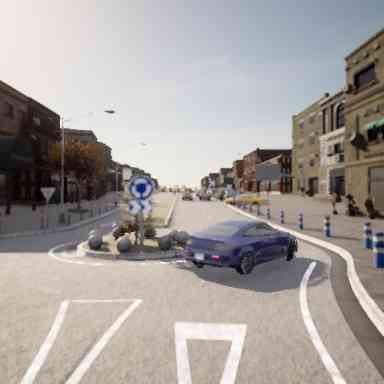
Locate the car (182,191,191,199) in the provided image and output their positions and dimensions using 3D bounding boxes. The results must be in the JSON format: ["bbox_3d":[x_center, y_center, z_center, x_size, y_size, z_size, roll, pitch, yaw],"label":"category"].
[{"bbox_3d":[-1.215,0.579,67.813,1.837,1.490,4.892,0,1,-2],"label":"car"}]

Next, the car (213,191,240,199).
[{"bbox_3d":[6.559,0.636,64.119,4.892,1.521,2.231,0,1,-2],"label":"car"}]

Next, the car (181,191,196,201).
[{"bbox_3d":[-0.831,0.850,57.856,1.895,1.301,4.718,0,1,-1],"label":"car"}]

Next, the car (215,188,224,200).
[{"bbox_3d":[6.949,0.595,53.097,5.566,2.045,2.435,0,1,-2],"label":"car"}]

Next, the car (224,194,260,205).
[{"bbox_3d":[7.106,1.015,47.597,4.674,1.452,2.002,0,1,-2],"label":"car"}]

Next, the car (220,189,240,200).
[{"bbox_3d":[6.979,0.783,50.345,4.553,1.767,2.185,0,1,-2],"label":"car"}]

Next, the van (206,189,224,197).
[{"bbox_3d":[5.794,0.176,83.394,4.442,1.987,1.878,0,0,-2],"label":"van"}]

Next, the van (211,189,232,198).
[{"bbox_3d":[6.397,0.289,72.260,4.442,1.987,1.878,0,1,-2],"label":"van"}]

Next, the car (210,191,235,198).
[{"bbox_3d":[6.374,0.550,69.626,5.008,1.535,2.097,0,1,-2],"label":"car"}]

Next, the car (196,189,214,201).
[{"bbox_3d":[2.167,0.746,57.969,2.128,1.511,4.902,0,1,-1],"label":"car"}]

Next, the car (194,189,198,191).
[{"bbox_3d":[1.783,0.574,67.913,1.837,1.490,4.892,0,1,-2],"label":"car"}]

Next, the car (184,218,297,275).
[{"bbox_3d":[1.714,1.583,10.698,1.812,1.442,4.674,2,1,42],"label":"car"}]

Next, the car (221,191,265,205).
[{"bbox_3d":[7.008,1.040,44.834,5.366,1.575,1.946,0,1,-2],"label":"car"}]
